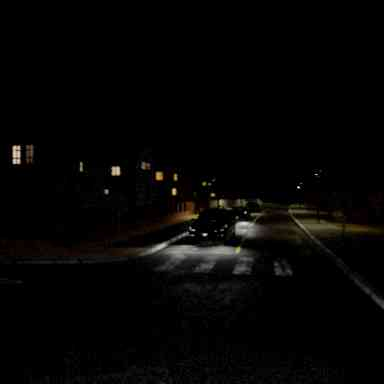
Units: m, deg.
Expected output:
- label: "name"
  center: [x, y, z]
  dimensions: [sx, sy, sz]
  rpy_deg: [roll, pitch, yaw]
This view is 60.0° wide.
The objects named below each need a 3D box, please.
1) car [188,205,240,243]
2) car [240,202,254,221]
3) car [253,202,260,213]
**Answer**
- label: "car"
  center: [1.169, 1.644, 17.241]
  dimensions: [1.837, 1.490, 4.892]
  rpy_deg: [-1, 0, 14]
- label: "car"
  center: [4.336, 1.862, 30.373]
  dimensions: [1.895, 1.301, 4.718]
  rpy_deg: [-1, -1, 14]
- label: "car"
  center: [7.893, 1.960, 43.682]
  dimensions: [2.033, 1.411, 5.357]
  rpy_deg: [-1, -1, 16]
